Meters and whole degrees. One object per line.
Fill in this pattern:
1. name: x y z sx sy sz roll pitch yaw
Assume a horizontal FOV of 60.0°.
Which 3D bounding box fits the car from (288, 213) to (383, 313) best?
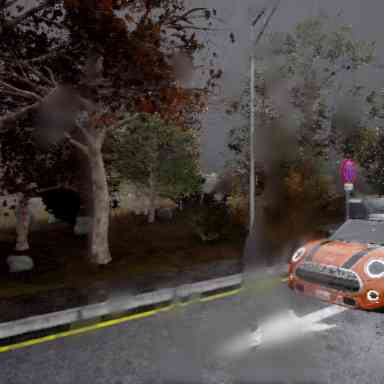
1. car: 4.249 1.305 7.496 4.553 1.767 2.097 0 0 -36
